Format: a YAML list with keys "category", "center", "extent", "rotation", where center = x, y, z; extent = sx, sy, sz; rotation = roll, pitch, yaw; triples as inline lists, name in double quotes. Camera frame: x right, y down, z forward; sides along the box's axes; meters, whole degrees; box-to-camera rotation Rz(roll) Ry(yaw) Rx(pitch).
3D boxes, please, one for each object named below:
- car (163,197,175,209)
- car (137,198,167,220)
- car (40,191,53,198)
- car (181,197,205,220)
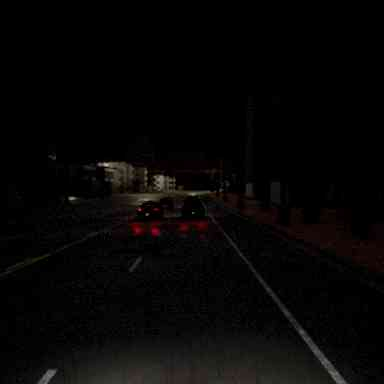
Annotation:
- category: "car"
  center: [-3.388, 1.453, 43.481]
  extent: [1.837, 1.490, 4.892]
  rotation: [0, 1, 0]
- category: "car"
  center: [-3.410, 1.517, 27.719]
  extent: [1.812, 1.442, 4.674]
  rotation: [0, 0, 0]
- category: "car"
  center: [-29.446, 0.547, 66.686]
  extent: [1.970, 1.475, 3.806]
  rotation: [0, 2, 0]
- category: "car"
  center: [0.093, 1.468, 28.425]
  extent: [1.882, 1.535, 5.008]
  rotation: [0, 0, 0]
